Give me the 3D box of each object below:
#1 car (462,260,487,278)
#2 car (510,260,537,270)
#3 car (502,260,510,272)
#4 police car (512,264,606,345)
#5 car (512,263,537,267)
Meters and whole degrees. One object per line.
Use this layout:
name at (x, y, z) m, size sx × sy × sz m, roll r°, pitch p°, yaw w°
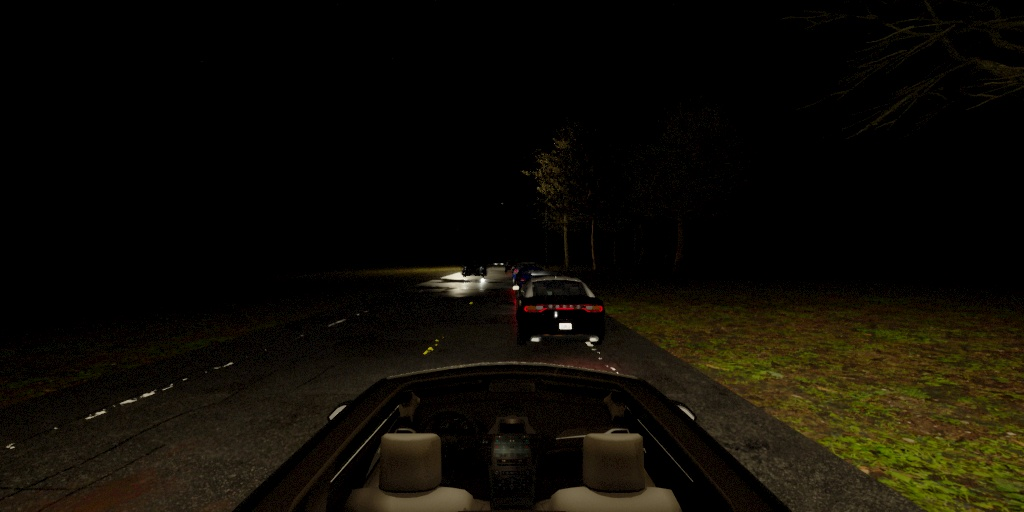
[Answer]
car at (-3.587, 1.165, 34.994) m, size 2.097 × 1.767 × 4.553 m, roll 0°, pitch 0°, yaw 0°
car at (1.059, 1.134, 25.497) m, size 2.097 × 1.767 × 4.553 m, roll 0°, pitch 0°, yaw 0°
car at (0.041, 1.348, 46.810) m, size 1.837 × 1.490 × 4.892 m, roll 0°, pitch 0°, yaw 0°
police car at (1.054, 1.178, 9.635) m, size 1.930 × 1.638 × 5.238 m, roll 0°, pitch 0°, yaw 0°
car at (1.057, 1.294, 19.526) m, size 1.812 × 1.442 × 4.674 m, roll 0°, pitch 0°, yaw 0°
